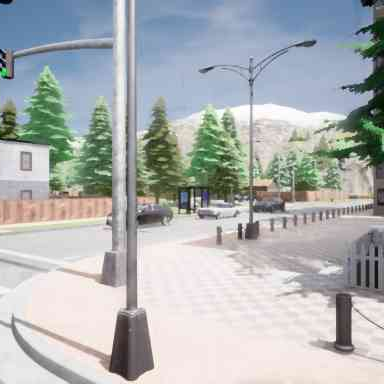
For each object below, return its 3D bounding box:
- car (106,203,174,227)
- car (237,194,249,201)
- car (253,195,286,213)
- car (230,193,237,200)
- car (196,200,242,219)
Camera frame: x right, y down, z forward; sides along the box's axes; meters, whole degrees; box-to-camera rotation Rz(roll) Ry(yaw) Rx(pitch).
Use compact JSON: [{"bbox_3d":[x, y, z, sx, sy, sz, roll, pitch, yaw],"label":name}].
[{"bbox_3d":[-3.223,1.476,21.240,2.128,1.511,4.902,0,0,37],"label":"car"},{"bbox_3d":[13.001,1.144,77.963,1.932,1.855,4.605,0,0,36],"label":"car"},{"bbox_3d":[8.594,1.337,36.734,2.097,1.767,4.553,0,0,38],"label":"car"},{"bbox_3d":[10.737,1.146,79.124,1.905,1.878,3.866,0,0,36],"label":"car"},{"bbox_3d":[2.399,1.586,28.628,1.895,1.301,4.718,0,0,37],"label":"car"}]
